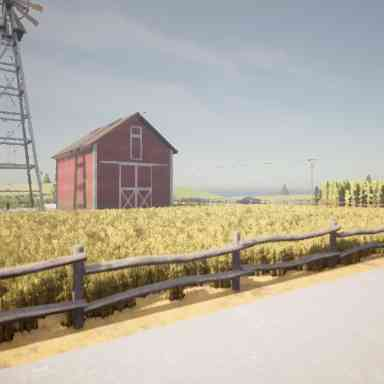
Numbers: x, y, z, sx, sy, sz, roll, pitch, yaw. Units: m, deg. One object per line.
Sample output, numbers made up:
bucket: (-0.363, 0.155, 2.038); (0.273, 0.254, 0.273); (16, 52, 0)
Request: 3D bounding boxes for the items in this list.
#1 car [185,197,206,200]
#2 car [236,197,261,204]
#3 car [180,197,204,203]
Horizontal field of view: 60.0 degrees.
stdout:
car: (1.111, 1.599, 62.239); (2.033, 1.411, 5.357); (0, 0, -35)
car: (9.507, 1.530, 55.934); (1.812, 1.442, 4.674); (0, 0, -35)
car: (0.053, 1.613, 68.308); (4.718, 1.301, 1.895); (0, 0, 33)
